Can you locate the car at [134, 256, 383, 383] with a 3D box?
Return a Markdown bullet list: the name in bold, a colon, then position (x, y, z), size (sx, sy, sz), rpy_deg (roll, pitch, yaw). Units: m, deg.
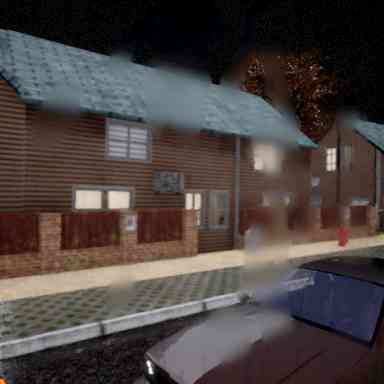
- **car**: position (2.052, 1.591, 4.098), size (5.357, 1.411, 2.033), rpy_deg (1, 0, -36)
